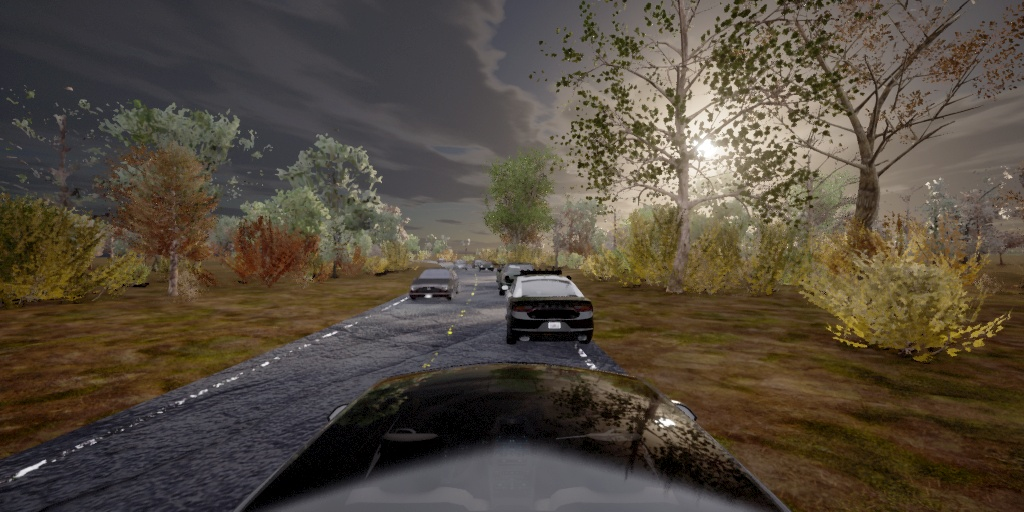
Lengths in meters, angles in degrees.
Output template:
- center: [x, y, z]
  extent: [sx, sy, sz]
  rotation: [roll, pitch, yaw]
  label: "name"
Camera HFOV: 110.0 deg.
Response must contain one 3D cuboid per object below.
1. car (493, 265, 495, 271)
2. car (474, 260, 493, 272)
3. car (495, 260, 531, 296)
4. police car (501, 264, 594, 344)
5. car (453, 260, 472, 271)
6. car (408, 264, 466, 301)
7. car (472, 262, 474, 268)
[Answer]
- center: [-0.155, 1.254, 25.697]
  extent: [1.837, 1.490, 4.892]
  rotation: [0, 0, -5]
  label: "car"
- center: [-3.495, 1.347, 46.602]
  extent: [1.895, 1.301, 4.718]
  rotation: [0, 0, -9]
  label: "car"
- center: [0.292, 1.100, 19.637]
  extent: [2.097, 1.767, 4.553]
  rotation: [0, 0, -4]
  label: "car"
- center: [0.765, 1.175, 9.708]
  extent: [1.930, 1.638, 5.238]
  rotation: [0, 0, -2]
  label: "police car"
- center: [-6.901, 1.238, 48.044]
  extent: [2.128, 1.511, 4.902]
  rotation: [0, 0, -9]
  label: "car"
- center: [-3.624, 1.297, 17.605]
  extent: [2.033, 1.411, 5.357]
  rotation: [0, 0, -3]
  label: "car"
- center: [-5.592, 1.292, 58.841]
  extent: [2.033, 1.411, 5.357]
  rotation: [0, 0, -11]
  label: "car"
